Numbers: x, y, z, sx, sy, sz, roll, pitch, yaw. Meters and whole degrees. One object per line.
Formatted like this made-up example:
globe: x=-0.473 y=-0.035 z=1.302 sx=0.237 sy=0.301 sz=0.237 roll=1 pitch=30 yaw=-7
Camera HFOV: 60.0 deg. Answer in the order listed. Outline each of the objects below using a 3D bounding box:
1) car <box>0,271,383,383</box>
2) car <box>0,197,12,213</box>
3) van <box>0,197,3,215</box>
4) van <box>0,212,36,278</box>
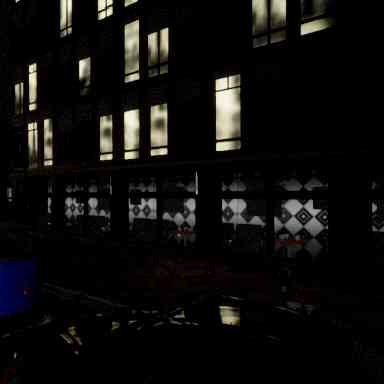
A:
car: x=0.110 y=1.582 z=2.759 sx=4.206 sy=1.307 sz=1.802 roll=0 pitch=0 yaw=35
car: x=-14.414 y=1.358 z=28.174 sx=2.192 sy=1.841 sz=5.009 roll=-1 pitch=-1 yaw=35
van: x=-21.251 y=1.425 z=33.020 sx=1.690 sy=1.788 sz=3.998 roll=-1 pitch=-1 yaw=35
van: x=-4.522 y=1.342 z=6.062 sx=3.998 sy=1.788 sz=1.690 roll=0 pitch=0 yaw=35
